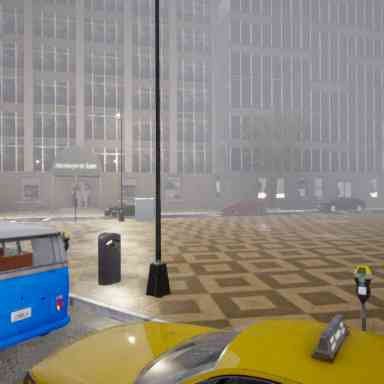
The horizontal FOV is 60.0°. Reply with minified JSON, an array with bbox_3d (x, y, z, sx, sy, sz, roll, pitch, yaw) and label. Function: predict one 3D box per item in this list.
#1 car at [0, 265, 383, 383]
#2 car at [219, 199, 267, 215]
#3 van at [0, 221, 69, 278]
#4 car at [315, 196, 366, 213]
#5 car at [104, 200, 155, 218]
[{"bbox_3d":[0.667,1.525,2.250,4.829,1.417,1.752,0,0,35],"label":"car"},{"bbox_3d":[4.569,1.320,29.911,4.181,1.385,1.994,0,0,-14],"label":"car"},{"bbox_3d":[-3.705,1.343,5.358,3.998,1.788,1.690,0,0,35],"label":"van"},{"bbox_3d":[14.428,1.191,32.355,4.892,1.490,1.837,0,0,-14],"label":"car"},{"bbox_3d":[-5.144,1.396,27.485,4.181,1.385,1.994,0,0,-14],"label":"car"}]
